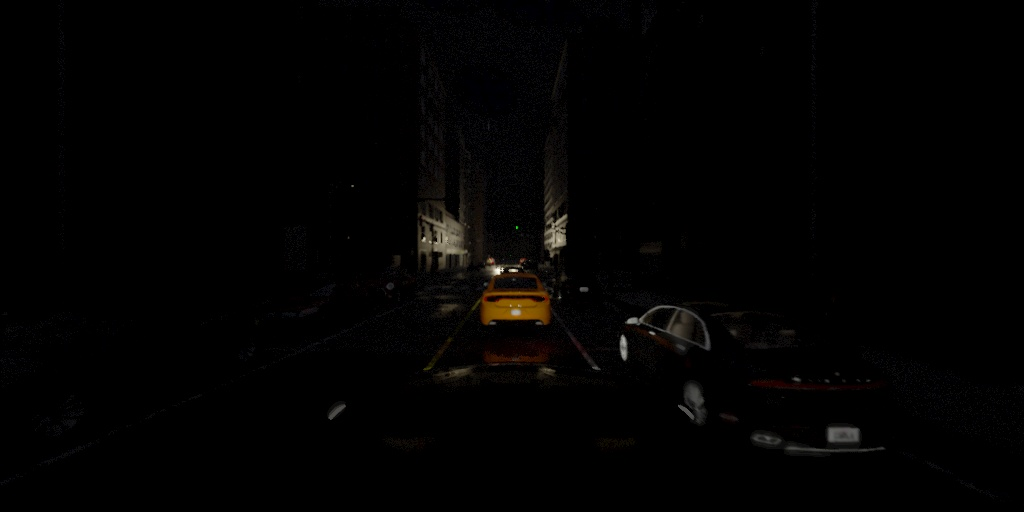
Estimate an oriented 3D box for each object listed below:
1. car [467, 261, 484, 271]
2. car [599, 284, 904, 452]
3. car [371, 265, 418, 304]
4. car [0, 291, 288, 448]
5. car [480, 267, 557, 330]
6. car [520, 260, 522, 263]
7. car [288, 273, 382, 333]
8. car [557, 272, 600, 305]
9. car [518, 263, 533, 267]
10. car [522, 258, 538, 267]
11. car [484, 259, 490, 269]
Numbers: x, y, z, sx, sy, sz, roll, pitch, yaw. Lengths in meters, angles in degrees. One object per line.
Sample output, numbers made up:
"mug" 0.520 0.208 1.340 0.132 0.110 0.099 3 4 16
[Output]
"car" -5.627 1.549 53.371 1.802 1.307 4.207 0 0 0
"car" 2.858 1.313 5.266 2.007 1.370 4.403 0 0 0
"car" -5.666 1.241 16.269 1.967 1.591 4.097 0 0 0
"car" -5.667 1.328 5.267 1.948 1.339 4.313 0 0 0
"car" 0.100 1.262 11.310 1.882 1.535 5.008 0 0 0
"car" 2.919 1.575 64.174 2.007 1.370 4.403 0 0 0
"car" -5.667 1.364 10.768 1.802 1.307 4.207 0 0 0
"car" 2.859 1.367 16.268 1.948 1.339 4.313 0 0 0
"car" 0.103 1.393 23.709 1.994 1.385 4.181 0 0 0
"car" 2.898 1.406 53.357 1.967 1.591 4.097 0 0 0
"car" -5.606 1.575 64.187 2.007 1.370 4.403 0 0 0
